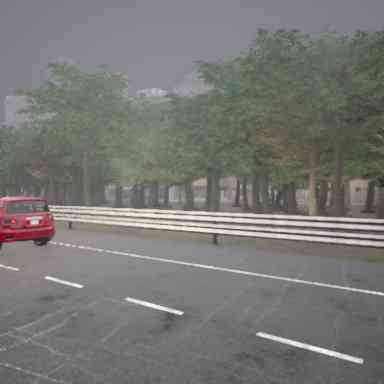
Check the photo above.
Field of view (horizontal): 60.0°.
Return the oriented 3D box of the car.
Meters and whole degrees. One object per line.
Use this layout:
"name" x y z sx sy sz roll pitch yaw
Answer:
"car" -8.023 1.224 13.902 5.566 2.045 2.150 0 0 36
